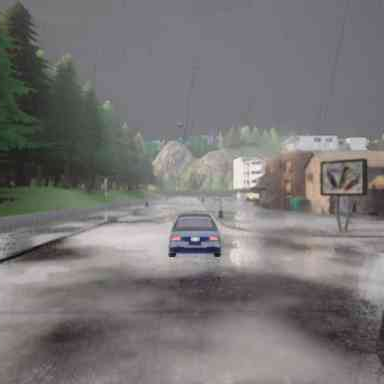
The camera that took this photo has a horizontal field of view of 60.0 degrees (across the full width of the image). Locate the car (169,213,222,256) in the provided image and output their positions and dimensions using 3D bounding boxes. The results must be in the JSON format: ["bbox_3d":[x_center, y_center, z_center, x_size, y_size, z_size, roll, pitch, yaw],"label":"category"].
[{"bbox_3d":[0.101,1.545,13.023,2.033,1.411,5.357,0,0,0],"label":"car"}]
